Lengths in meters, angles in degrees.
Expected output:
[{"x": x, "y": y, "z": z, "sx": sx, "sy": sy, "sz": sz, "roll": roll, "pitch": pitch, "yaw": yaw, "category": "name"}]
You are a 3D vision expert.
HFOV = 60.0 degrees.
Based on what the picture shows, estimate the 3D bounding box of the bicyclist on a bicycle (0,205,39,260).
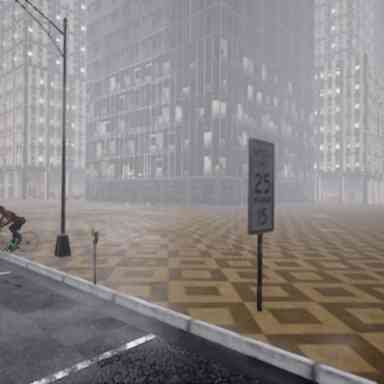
[{"x": -5.525, "y": 1.192, "z": 10.096, "sx": 0.582, "sy": 1.620, "sz": 1.656, "roll": 1, "pitch": 9, "yaw": 41, "category": "bicyclist on a bicycle"}]
